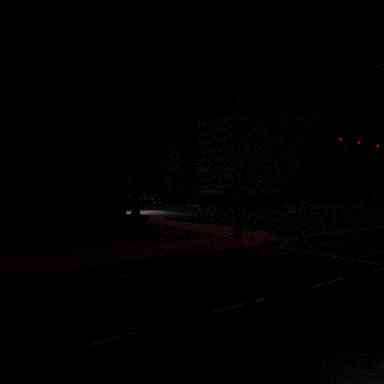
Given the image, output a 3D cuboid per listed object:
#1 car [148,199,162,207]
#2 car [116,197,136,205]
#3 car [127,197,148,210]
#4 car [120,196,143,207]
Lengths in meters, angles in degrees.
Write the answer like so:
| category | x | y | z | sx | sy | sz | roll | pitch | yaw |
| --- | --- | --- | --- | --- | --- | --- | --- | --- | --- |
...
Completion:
| category | x | y | z | sx | sy | sz | roll | pitch | yaw |
| --- | --- | --- | --- | --- | --- | --- | --- | --- | --- |
| car | -7.035 | 1.851 | 57.137 | 1.895 | 1.301 | 4.718 | 1 | 0 | -35 |
| car | -13.052 | 1.727 | 65.414 | 1.882 | 1.535 | 5.008 | 1 | 0 | -36 |
| car | -8.594 | 1.786 | 47.079 | 1.895 | 1.301 | 4.718 | 1 | 0 | -36 |
| car | -10.102 | 1.571 | 55.418 | 2.097 | 1.767 | 4.553 | 1 | 0 | -35 |
